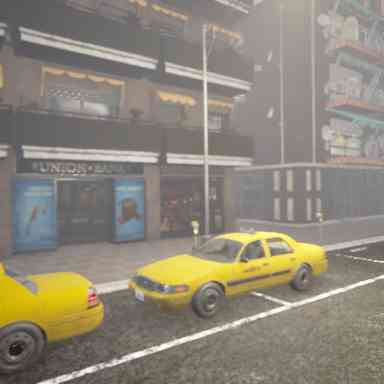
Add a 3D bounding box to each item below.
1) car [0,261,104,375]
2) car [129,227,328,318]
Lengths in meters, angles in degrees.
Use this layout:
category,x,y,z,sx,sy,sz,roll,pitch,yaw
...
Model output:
category,x,y,z,sx,sy,sz,roll,pitch,yaw
car,-3.581,1.529,4.019,4.829,1.417,1.752,0,-1,-35
car,1.031,1.499,7.307,4.829,1.417,1.752,0,-1,-35
